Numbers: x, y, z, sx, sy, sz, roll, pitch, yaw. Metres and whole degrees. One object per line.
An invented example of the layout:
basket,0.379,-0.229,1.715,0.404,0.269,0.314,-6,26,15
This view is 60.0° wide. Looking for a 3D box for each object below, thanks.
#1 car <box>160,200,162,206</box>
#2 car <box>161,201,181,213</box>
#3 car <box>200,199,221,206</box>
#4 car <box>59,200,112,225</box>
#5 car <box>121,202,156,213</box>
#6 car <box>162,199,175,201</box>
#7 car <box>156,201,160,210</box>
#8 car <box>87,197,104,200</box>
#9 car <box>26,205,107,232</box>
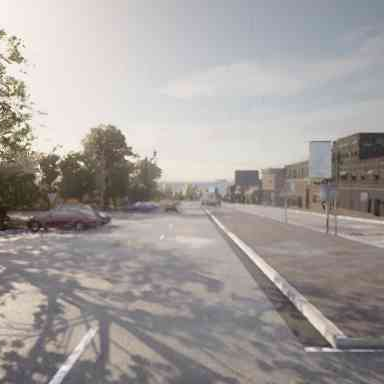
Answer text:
car,-8.041,2.392,55.761,5.008,1.535,2.097,0,-1,1
car,-3.083,2.403,49.884,1.895,1.301,4.718,0,-1,1
car,5.364,3.073,90.032,4.892,1.521,2.231,0,-1,1
car,-8.348,1.673,24.886,4.553,1.767,2.185,0,-1,0
car,-8.092,2.306,49.213,4.674,1.452,2.002,0,-1,1
car,-7.741,3.007,87.388,5.008,1.535,2.097,0,-1,1
car,-8.060,2.330,52.489,4.892,1.521,2.231,0,-1,1
car,-21.662,2.184,72.390,5.566,2.045,2.150,1,2,0
car,-8.304,1.779,21.713,4.674,1.452,2.002,0,-1,0
